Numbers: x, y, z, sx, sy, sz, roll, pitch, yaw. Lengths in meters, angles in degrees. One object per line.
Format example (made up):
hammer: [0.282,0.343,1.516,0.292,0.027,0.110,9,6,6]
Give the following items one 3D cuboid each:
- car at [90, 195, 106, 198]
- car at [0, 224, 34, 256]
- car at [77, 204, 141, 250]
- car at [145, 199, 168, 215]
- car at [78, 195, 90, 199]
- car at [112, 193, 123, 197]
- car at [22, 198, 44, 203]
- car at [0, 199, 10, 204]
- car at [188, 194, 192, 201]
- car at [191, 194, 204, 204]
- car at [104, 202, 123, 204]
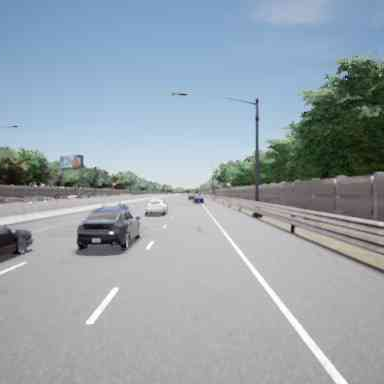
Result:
car: [-20.976,1.381,76.110,2.128,1.511,4.902,0,0,0]
car: [-6.891,1.522,10.088,2.033,1.411,5.357,0,0,0]
car: [-3.396,1.469,14.229,1.837,1.490,4.892,0,0,0]
car: [-3.390,1.451,32.273,1.812,1.442,4.674,0,0,0]
car: [-24.476,1.395,76.111,2.033,1.411,5.357,0,0,0]
car: [-17.475,0.965,78.332,2.097,1.767,4.553,0,0,0]
car: [-17.579,1.444,36.863,1.812,1.442,4.674,0,0,0]
car: [-21.082,1.425,34.959,1.837,1.490,4.892,0,0,0]
car: [0.025,1.238,78.680,1.882,1.535,5.008,0,0,0]
car: [1.245,1.382,61.413,1.882,1.535,5.008,0,0,0]
car: [-6.891,1.530,29.580,1.895,1.301,4.718,0,0,0]
